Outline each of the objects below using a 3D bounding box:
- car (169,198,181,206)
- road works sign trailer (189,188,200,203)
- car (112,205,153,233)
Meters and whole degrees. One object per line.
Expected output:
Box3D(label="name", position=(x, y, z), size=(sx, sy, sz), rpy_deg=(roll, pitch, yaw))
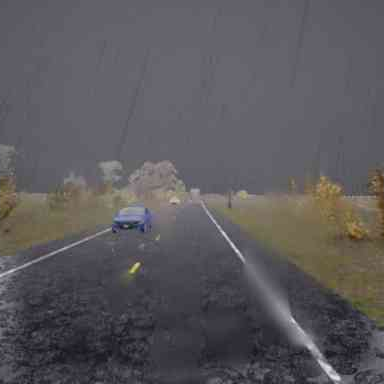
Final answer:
Box3D(label="car", position=(-3.138, 1.812, 61.408), size=(1.882, 1.535, 5.008), rpy_deg=(0, 0, 1))
Box3D(label="road works sign trailer", position=(0.661, 0.880, 77.968), size=(2.380, 3.560, 2.880), rpy_deg=(1, 0, 0))
Box3D(label="car", position=(-3.550, 1.586, 20.467), size=(1.882, 1.535, 5.008), rpy_deg=(0, 0, 0))
